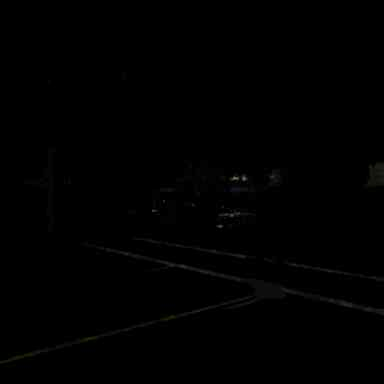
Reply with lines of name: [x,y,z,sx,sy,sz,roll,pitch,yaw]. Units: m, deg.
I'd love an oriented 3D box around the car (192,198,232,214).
car: [1.989,1.379,34.332,1.837,1.490,4.892,-1,1,-37]

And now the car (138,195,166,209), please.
car: [-5.369,1.241,44.086,2.097,1.767,4.553,-1,0,-37]
